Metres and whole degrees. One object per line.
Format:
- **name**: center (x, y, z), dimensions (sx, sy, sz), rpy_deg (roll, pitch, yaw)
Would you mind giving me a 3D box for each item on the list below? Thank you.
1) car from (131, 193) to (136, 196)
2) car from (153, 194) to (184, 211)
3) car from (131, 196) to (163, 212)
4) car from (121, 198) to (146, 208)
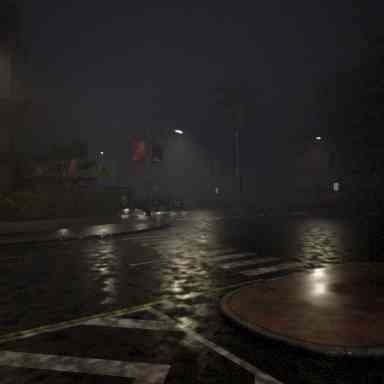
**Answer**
- **car**: center (-13.408, 1.220, 68.461), dimensions (2.150, 2.045, 5.566), rpy_deg (0, 0, -39)
- **car**: center (-3.198, 1.221, 41.839), dimensions (2.150, 2.045, 5.566), rpy_deg (0, 0, -35)
- **car**: center (-5.643, 1.526, 39.199), dimensions (1.812, 1.442, 4.674), rpy_deg (0, 0, -35)
- **car**: center (-8.789, 1.601, 49.848), dimensions (1.895, 1.301, 4.718), rpy_deg (0, 0, -34)
